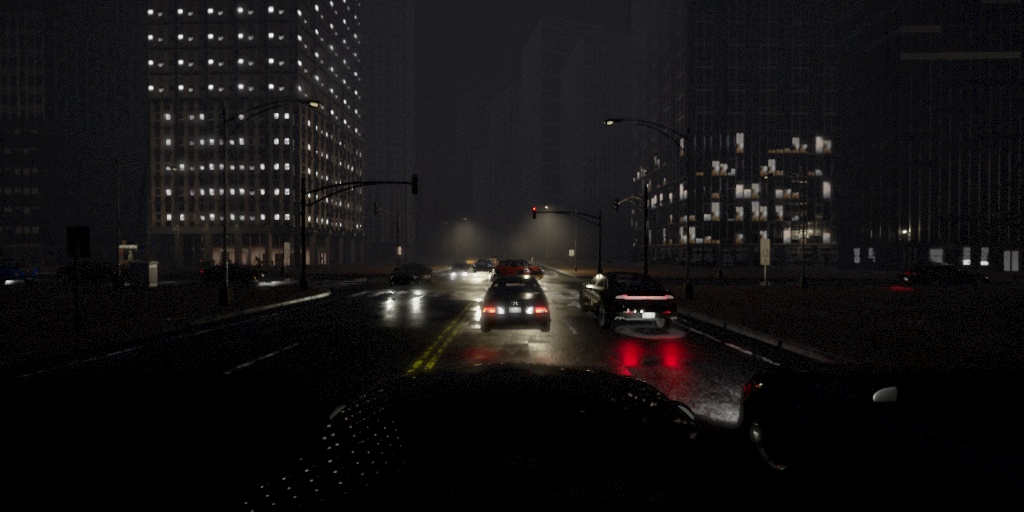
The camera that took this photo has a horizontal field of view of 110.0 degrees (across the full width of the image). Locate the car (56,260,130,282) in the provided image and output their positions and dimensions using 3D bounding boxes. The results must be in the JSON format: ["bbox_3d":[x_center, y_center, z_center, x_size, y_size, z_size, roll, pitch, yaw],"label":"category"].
[{"bbox_3d":[-30.060,1.084,26.200,5.008,1.535,1.882,0,1,2],"label":"car"}]

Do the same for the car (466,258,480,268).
[{"bbox_3d":[-6.536,1.137,60.661,1.882,1.535,5.008,0,0,0],"label":"car"}]

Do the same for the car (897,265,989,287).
[{"bbox_3d":[29.950,1.390,24.982,4.892,1.490,1.837,0,1,1],"label":"car"}]

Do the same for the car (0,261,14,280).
[{"bbox_3d":[-40.301,1.084,26.483,4.674,1.442,1.812,0,1,2],"label":"car"}]

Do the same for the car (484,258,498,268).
[{"bbox_3d":[-3.295,1.145,57.272,1.882,1.535,5.008,0,0,0],"label":"car"}]

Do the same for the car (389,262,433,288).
[{"bbox_3d":[-6.573,1.209,23.835,1.882,1.535,5.008,0,0,0],"label":"car"}]

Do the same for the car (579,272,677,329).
[{"bbox_3d":[3.354,1.235,11.188,2.128,1.511,4.902,0,0,0],"label":"car"}]

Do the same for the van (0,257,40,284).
[{"bbox_3d":[-33.915,0.952,23.716,3.998,1.789,1.690,0,0,1],"label":"van"}]

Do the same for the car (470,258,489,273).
[{"bbox_3d":[-3.313,1.056,41.637,2.097,1.767,4.553,0,0,0],"label":"car"}]

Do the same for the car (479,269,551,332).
[{"bbox_3d":[0.107,1.291,10.774,2.033,1.411,5.357,0,0,1],"label":"car"}]

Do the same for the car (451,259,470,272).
[{"bbox_3d":[-6.559,1.296,45.910,1.895,1.301,4.718,0,0,0],"label":"car"}]

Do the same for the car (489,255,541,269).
[{"bbox_3d":[0.536,1.070,29.271,2.097,1.767,4.553,0,0,-39],"label":"car"}]

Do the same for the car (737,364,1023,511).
[{"bbox_3d":[3.354,1.314,2.031,1.994,1.385,4.181,0,0,0],"label":"car"}]

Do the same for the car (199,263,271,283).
[{"bbox_3d":[-19.967,1.218,25.940,4.181,1.385,1.994,0,1,1],"label":"car"}]

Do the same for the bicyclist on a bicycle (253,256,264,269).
[{"bbox_3d":[-24.675,0.856,34.798,0.582,1.620,1.656,0,1,1],"label":"bicyclist on a bicycle"}]
